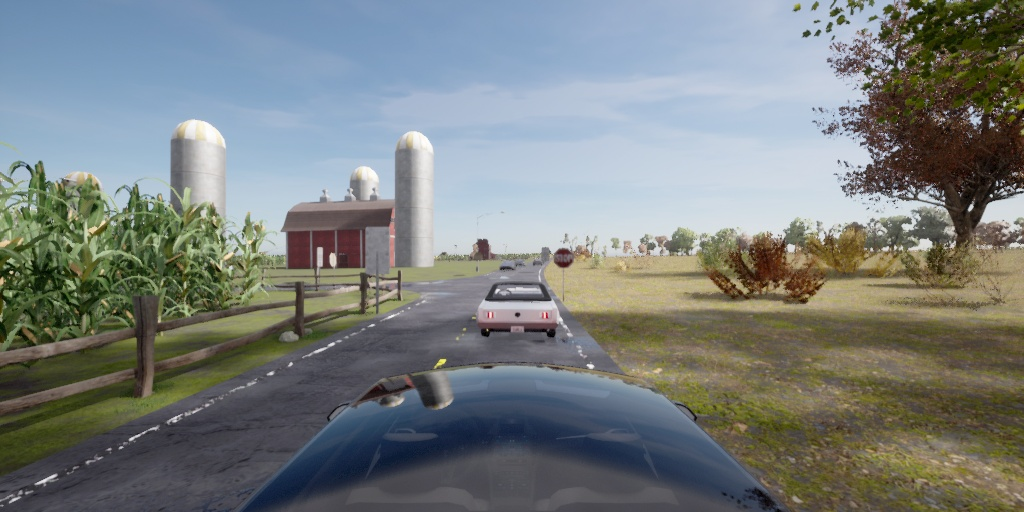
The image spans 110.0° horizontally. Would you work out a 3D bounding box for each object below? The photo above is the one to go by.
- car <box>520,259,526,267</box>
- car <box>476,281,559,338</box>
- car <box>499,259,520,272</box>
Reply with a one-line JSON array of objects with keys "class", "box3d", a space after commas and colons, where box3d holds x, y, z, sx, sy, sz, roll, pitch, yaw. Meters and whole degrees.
[{"class": "car", "box3d": [1.415, 1.274, 64.194, 1.994, 1.385, 4.181, 0, 0, 8]}, {"class": "car", "box3d": [0.195, 1.350, 10.223, 1.895, 1.301, 4.718, 0, 0, 2]}, {"class": "car", "box3d": [-0.508, 1.280, 47.224, 2.033, 1.411, 5.357, 0, 0, 6]}]
